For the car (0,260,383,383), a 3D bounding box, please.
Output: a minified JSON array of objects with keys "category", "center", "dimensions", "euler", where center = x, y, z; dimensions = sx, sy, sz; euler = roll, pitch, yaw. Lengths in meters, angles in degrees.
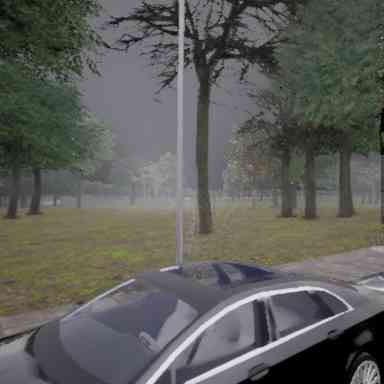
[{"category":"car","center":[-0.011,1.508,3.067],"dimensions":[4.902,1.511,2.128],"euler":[0,0,-36]}]
